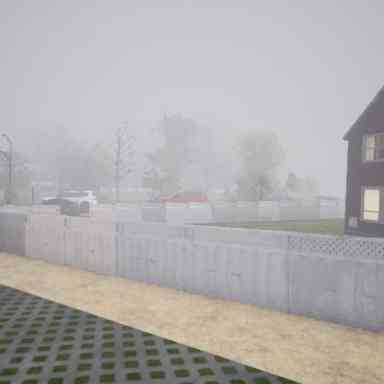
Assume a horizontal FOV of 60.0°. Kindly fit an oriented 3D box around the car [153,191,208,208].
[{"bbox_3d":[-0.948,0.918,35.887,5.566,2.045,2.150,0,2,-18],"label":"car"}]

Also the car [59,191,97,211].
[{"bbox_3d":[-12.994,0.903,35.286,5.566,2.045,2.150,0,2,-19],"label":"car"}]

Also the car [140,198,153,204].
[{"bbox_3d":[-3.499,1.080,38.471,5.008,1.535,1.882,-1,2,-19],"label":"car"}]

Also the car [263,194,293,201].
[{"bbox_3d":[10.902,1.028,43.263,4.674,1.442,1.812,0,2,-18],"label":"car"}]

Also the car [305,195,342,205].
[{"bbox_3d":[16.172,1.134,41.567,5.357,1.411,2.033,0,2,-18],"label":"car"}]

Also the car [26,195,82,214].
[{"bbox_3d":[-13.290,1.324,31.781,4.674,1.442,1.812,0,2,-17],"label":"car"}]
